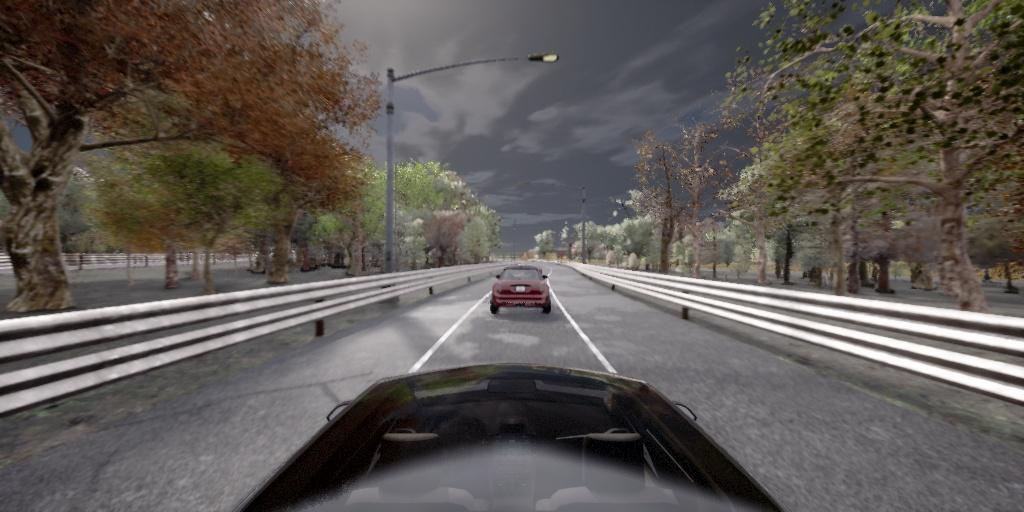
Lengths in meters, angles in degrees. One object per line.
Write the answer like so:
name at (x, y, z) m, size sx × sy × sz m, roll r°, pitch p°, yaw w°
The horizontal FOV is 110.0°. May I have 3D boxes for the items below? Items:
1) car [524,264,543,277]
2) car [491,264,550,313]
car at (2.536, 1.582, 41.113) m, size 1.895 × 1.301 × 4.718 m, roll 0°, pitch 0°, yaw 7°
car at (0.384, 1.168, 14.533) m, size 2.097 × 1.767 × 4.553 m, roll 0°, pitch 0°, yaw 2°
